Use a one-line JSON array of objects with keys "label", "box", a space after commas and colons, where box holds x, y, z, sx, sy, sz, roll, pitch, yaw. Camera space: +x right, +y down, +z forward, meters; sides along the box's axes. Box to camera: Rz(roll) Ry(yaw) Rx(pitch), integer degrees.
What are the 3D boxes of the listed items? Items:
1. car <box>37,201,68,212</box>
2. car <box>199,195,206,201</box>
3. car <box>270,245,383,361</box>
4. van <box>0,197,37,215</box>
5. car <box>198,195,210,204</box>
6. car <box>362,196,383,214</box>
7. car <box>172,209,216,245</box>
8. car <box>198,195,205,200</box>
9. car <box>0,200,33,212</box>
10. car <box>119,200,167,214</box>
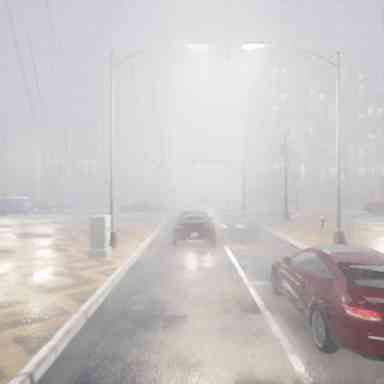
[{"label": "car", "box": [-17.452, 1.745, 40.955, 4.403, 1.369, 2.008, 0, -1, 14]}, {"label": "car", "box": [2.580, 1.560, 83.078, 1.752, 1.417, 4.829, 1, 0, 0]}, {"label": "car", "box": [2.576, 1.578, 5.813, 1.802, 1.307, 4.206, 1, 0, 0]}, {"label": "van", "box": [-17.828, 1.401, 32.789, 3.998, 1.788, 1.690, 0, -1, 14]}, {"label": "car", "box": [2.578, 1.580, 66.218, 1.947, 1.339, 4.313, 1, 0, 0]}, {"label": "car", "box": [19.548, 1.199, 32.646, 5.009, 1.841, 2.192, 0, -1, 11]}, {"label": "car", "box": [0.085, 1.520, 15.267, 1.812, 1.442, 4.674, 0, 0, 0]}, {"label": "car", "box": [2.579, 1.617, 94.036, 1.947, 1.339, 4.313, 1, 0, 0]}, {"label": "car", "box": [-22.869, 1.784, 42.304, 4.507, 1.381, 1.887, 0, -1, 14]}, {"label": "car", "box": [-5.235, 1.590, 35.068, 5.357, 1.411, 2.033, -1, -1, 32]}]
